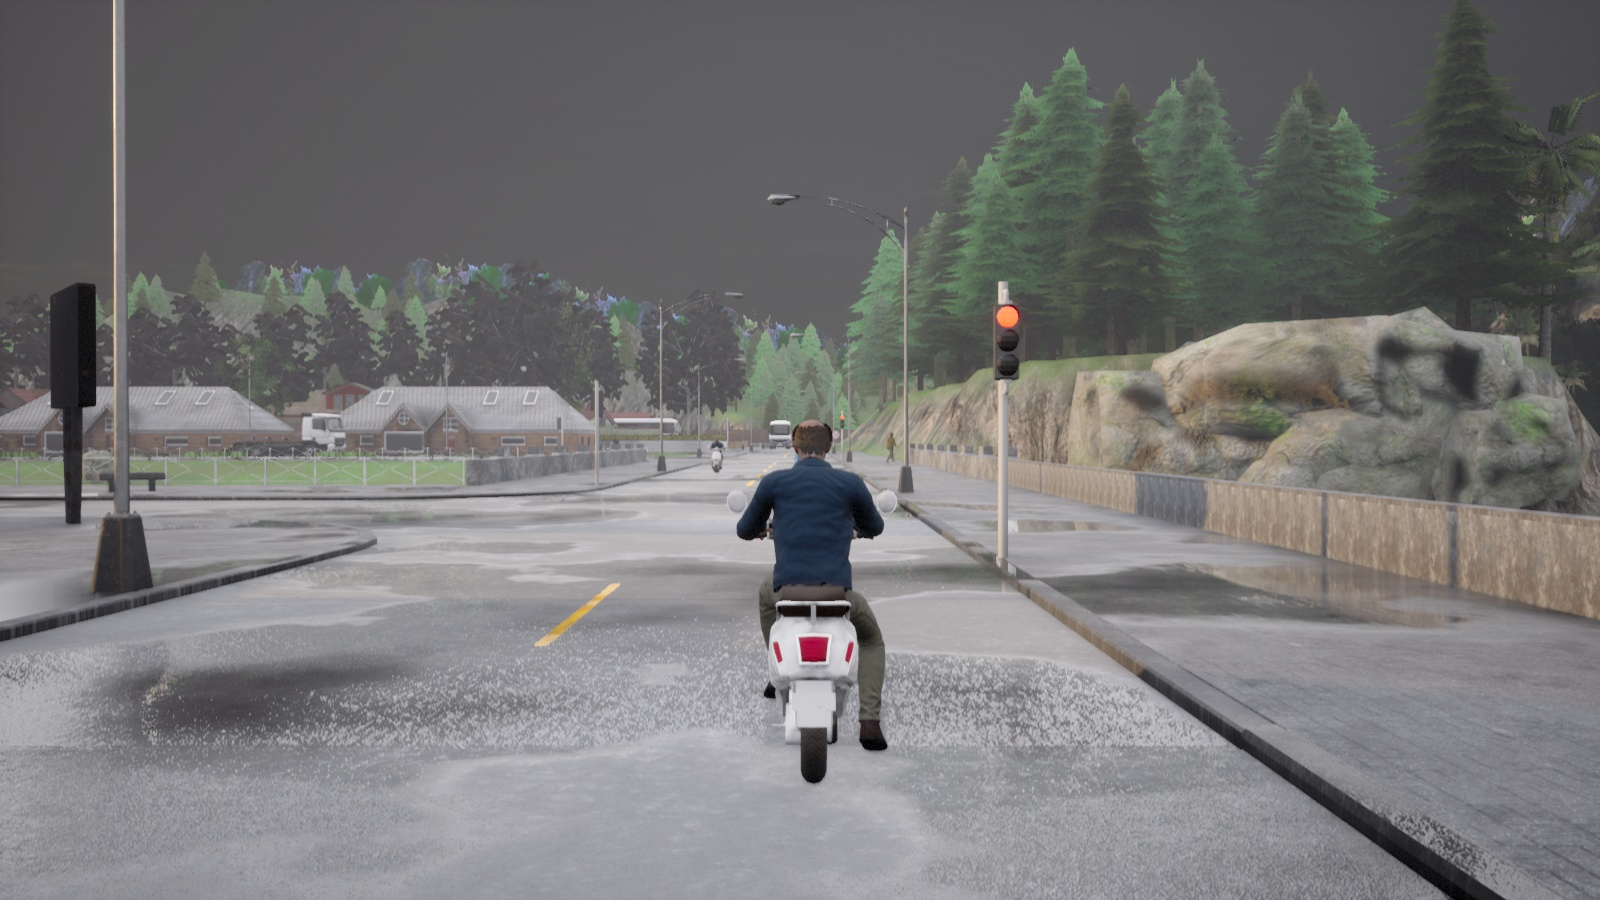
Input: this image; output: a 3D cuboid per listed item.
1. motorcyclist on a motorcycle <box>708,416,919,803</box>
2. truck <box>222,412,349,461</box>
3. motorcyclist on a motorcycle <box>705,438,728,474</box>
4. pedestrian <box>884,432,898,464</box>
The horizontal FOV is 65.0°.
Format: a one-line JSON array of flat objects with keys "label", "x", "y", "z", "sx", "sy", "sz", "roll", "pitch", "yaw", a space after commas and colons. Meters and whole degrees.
[{"label": "motorcyclist on a motorcycle", "x": 0.059, "y": 0.650, "z": 6.069, "sx": 0.866, "sy": 1.590, "sz": 1.817, "roll": 0, "pitch": 0, "yaw": 0}, {"label": "truck", "x": -36.977, "y": -1.002, "z": 90.456, "sx": 7.936, "sy": 3.462, "sz": 2.891, "roll": 0, "pitch": 0, "yaw": 0}, {"label": "motorcyclist on a motorcycle", "x": -3.675, "y": 0.244, "z": 55.522, "sx": 0.866, "sy": 1.590, "sz": 1.817, "roll": 0, "pitch": 0, "yaw": 0}, {"label": "pedestrian", "x": 5.179, "y": -0.122, "z": 71.467, "sx": 0.370, "sy": 1.835, "sz": 0.726, "roll": 0, "pitch": 1, "yaw": -36}]
